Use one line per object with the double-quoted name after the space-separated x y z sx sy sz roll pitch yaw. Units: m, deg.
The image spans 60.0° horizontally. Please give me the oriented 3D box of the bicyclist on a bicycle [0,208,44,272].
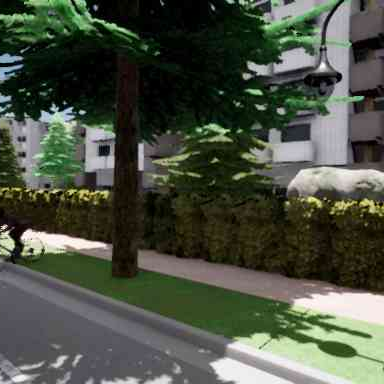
-4.655 1.188 8.524 0.582 1.620 1.656 2 10 40 "bicyclist on a bicycle"
